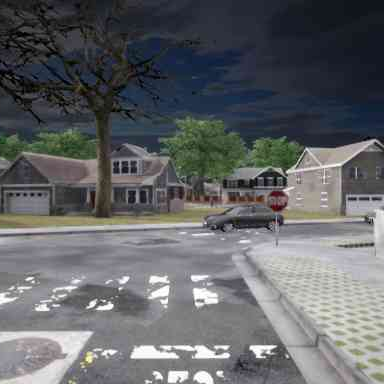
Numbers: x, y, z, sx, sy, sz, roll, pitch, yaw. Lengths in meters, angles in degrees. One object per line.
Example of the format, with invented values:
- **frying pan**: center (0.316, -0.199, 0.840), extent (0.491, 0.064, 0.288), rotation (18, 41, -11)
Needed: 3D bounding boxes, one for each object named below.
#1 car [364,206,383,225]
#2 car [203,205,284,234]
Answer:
- **car**: center (14.435, 1.586, 23.423), extent (4.892, 1.490, 1.837), rotation (1, 0, -18)
- **car**: center (3.020, 1.534, 19.374), extent (4.892, 1.490, 1.837), rotation (0, 0, -20)
